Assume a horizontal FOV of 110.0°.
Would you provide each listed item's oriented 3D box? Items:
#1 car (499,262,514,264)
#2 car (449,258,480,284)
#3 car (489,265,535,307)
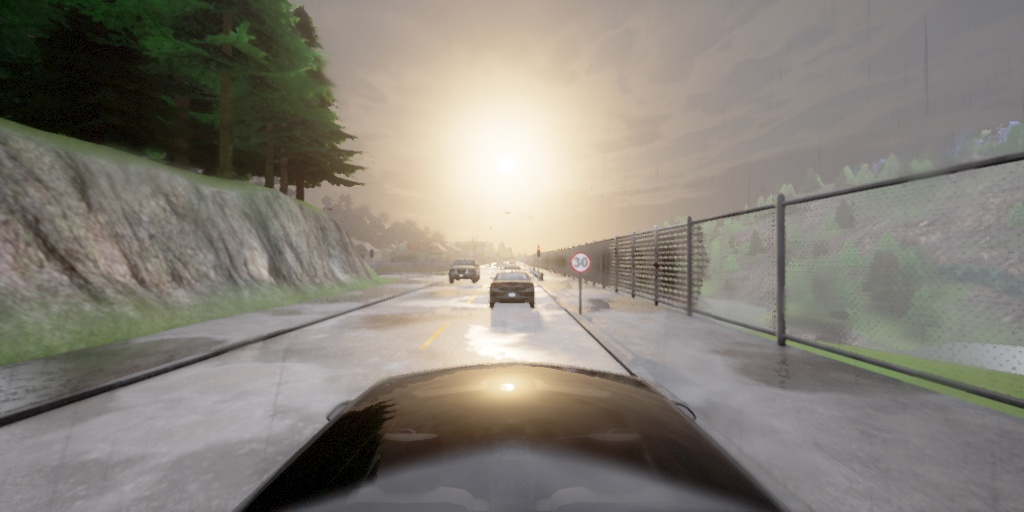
[{"bbox_3d":[0.012,1.530,31.150,1.837,1.490,4.892,0,0,0],"label":"car"},{"bbox_3d":[-3.996,1.226,30.916,2.150,2.045,5.566,0,-1,0],"label":"car"},{"bbox_3d":[0.008,1.363,16.322,1.882,1.535,5.008,0,0,0],"label":"car"}]
